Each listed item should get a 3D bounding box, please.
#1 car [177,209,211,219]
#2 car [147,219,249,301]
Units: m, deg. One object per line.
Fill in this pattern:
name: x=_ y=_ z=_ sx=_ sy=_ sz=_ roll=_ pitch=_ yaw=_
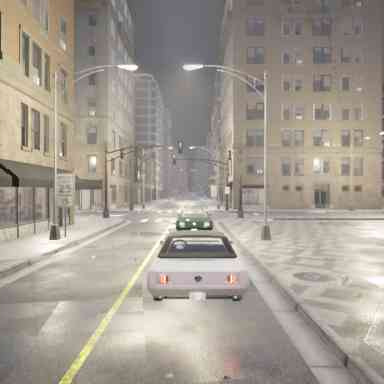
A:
car: x=0.121 y=1.600 z=18.497 sx=1.895 sy=1.301 sz=4.718 roll=0 pitch=0 yaw=0
car: x=0.110 y=1.601 z=8.262 sx=1.895 sy=1.301 sz=4.718 roll=0 pitch=0 yaw=0
